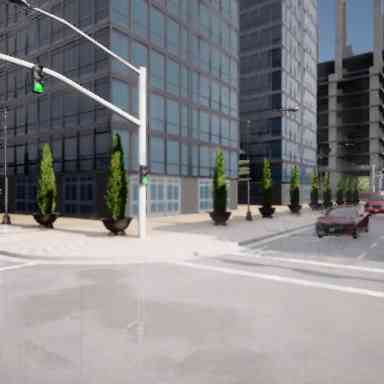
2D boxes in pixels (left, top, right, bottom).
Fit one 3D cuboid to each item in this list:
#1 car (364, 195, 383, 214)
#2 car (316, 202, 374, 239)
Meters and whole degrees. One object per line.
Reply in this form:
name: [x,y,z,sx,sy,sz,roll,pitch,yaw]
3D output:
car: [17.473,1.258,30.842,2.150,2.045,5.566,0,0,36]
car: [8.078,1.489,17.644,1.882,1.535,5.008,0,0,36]
